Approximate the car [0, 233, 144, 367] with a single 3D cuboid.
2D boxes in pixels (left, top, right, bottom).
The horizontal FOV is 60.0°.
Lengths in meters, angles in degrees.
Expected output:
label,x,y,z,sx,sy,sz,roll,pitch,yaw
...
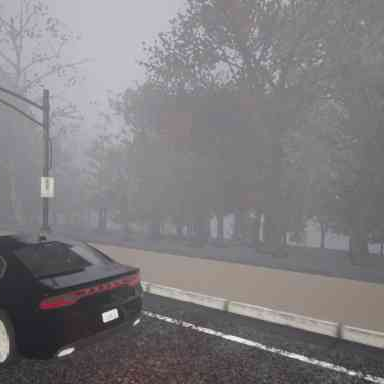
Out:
label,x,y,z,sx,sy,sz,roll,pitch,yaw
car,-3.063,1.477,5.864,5.008,1.535,1.882,0,0,37
